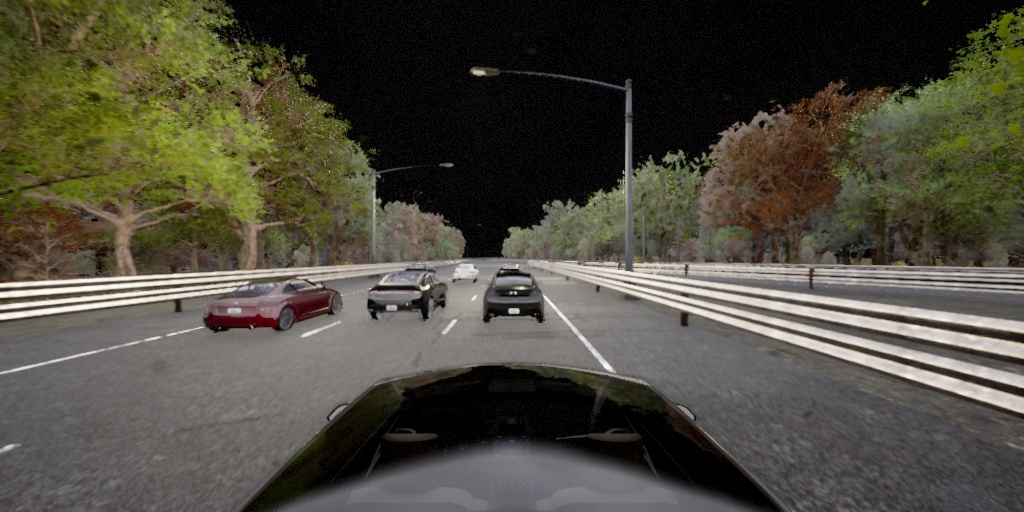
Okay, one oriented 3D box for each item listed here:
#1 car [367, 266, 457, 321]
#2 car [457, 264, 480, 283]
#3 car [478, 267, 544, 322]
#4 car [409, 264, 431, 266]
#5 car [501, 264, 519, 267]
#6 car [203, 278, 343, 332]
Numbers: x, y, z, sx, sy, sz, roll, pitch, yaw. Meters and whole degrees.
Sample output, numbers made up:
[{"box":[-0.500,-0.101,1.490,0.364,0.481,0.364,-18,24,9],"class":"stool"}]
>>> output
[{"box":[-3.463,1.276,12.688,2.128,1.511,4.902,0,0,0],"class":"car"},{"box":[-3.691,1.372,29.336,1.812,1.442,4.674,0,0,-1],"class":"car"},{"box":[0.040,1.287,12.363,1.837,1.490,4.892,0,0,0],"class":"car"},{"box":[-7.172,1.335,28.294,2.128,1.511,4.902,0,0,-1],"class":"car"},{"box":[-0.172,1.332,28.306,2.128,1.511,4.902,0,0,-1],"class":"car"},{"box":[-6.952,1.343,10.971,1.994,1.385,4.181,0,0,0],"class":"car"}]
